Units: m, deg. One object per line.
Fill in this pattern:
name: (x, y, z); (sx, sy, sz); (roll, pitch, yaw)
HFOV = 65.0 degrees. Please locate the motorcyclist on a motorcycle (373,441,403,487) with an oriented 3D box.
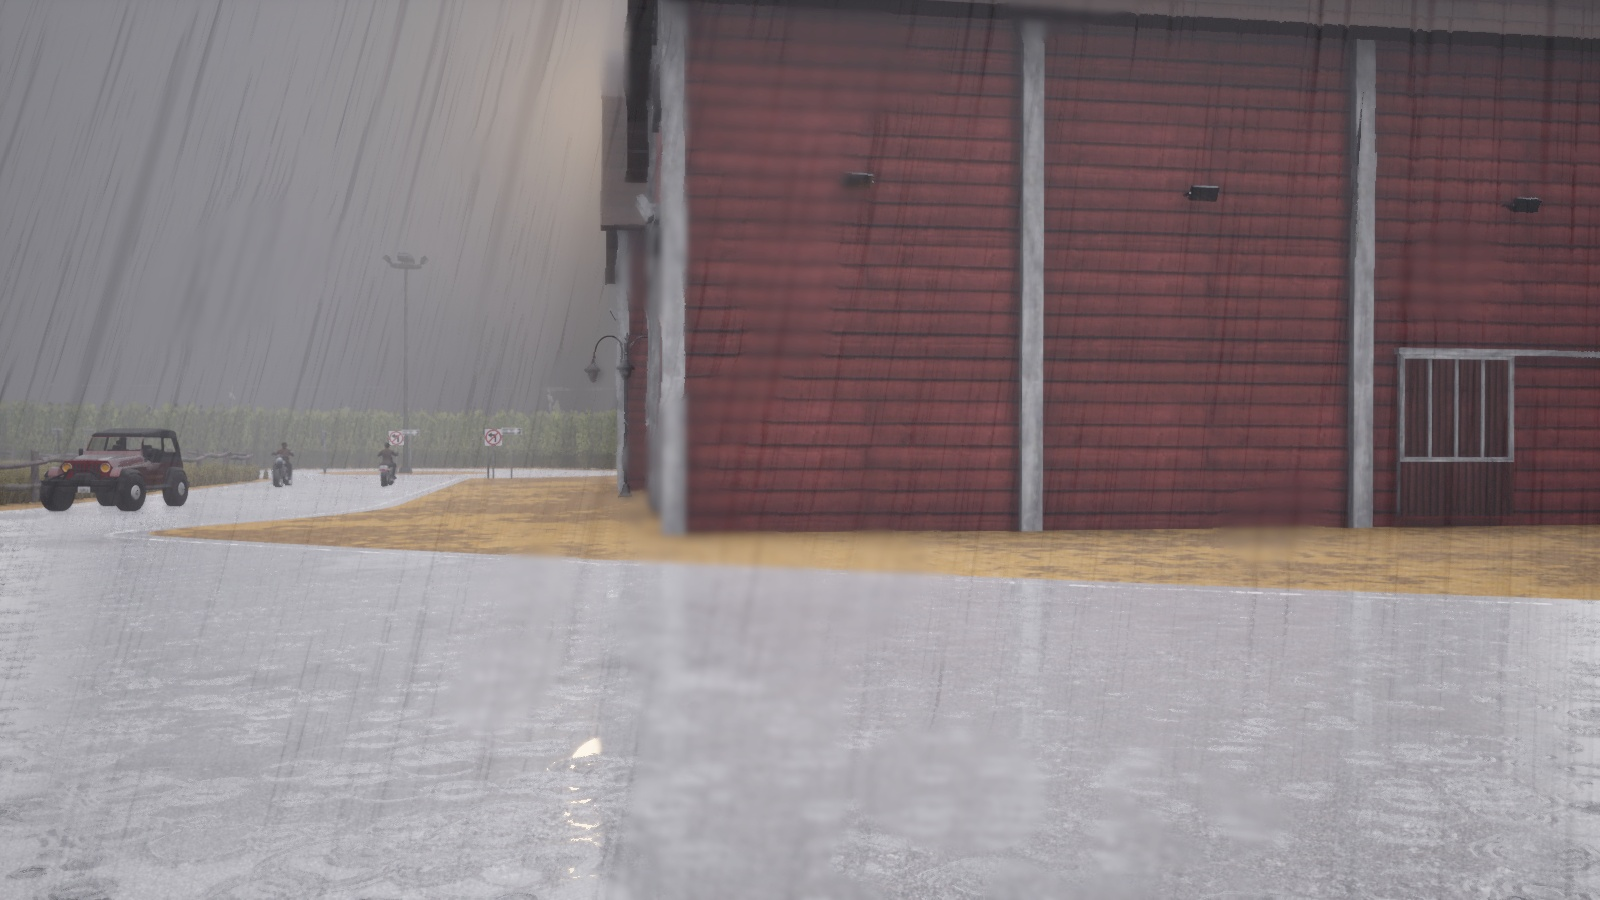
motorcyclist on a motorcycle: (-15.296, 0.507, 46.660); (0.766, 1.649, 2.350); (0, 0, -11)

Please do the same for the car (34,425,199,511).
car: (-15.842, 0.391, 29.340); (1.905, 1.878, 3.866); (0, 0, -3)

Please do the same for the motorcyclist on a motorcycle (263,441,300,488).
motorcyclist on a motorcycle: (-18.515, 0.493, 44.913); (0.766, 1.649, 2.350); (0, 0, -11)
